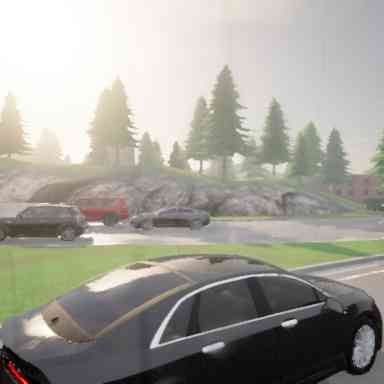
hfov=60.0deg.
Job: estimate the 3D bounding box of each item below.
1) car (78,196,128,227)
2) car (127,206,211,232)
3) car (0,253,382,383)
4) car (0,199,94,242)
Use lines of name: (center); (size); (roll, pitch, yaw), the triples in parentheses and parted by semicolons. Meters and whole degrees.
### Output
car: (-7.104, 1.298, 22.976); (5.566, 2.045, 2.150); (0, 0, -7)
car: (-1.262, 1.595, 20.291); (4.902, 1.511, 2.128); (0, 0, -9)
car: (0.427, 1.530, 4.014); (4.892, 1.490, 1.837); (1, 0, -36)
car: (-7.357, 1.387, 15.967); (4.553, 1.767, 2.097); (0, 0, -7)
